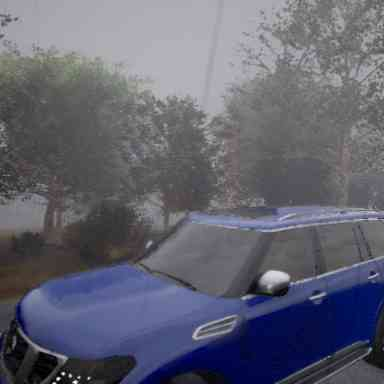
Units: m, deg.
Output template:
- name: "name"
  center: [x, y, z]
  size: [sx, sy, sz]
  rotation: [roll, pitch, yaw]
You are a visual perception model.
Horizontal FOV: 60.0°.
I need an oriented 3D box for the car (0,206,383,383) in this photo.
- name: "car"
  center: [0.731, 1.239, 4.205]
  size: [5.566, 2.045, 2.150]
  rotation: [0, 0, -35]
